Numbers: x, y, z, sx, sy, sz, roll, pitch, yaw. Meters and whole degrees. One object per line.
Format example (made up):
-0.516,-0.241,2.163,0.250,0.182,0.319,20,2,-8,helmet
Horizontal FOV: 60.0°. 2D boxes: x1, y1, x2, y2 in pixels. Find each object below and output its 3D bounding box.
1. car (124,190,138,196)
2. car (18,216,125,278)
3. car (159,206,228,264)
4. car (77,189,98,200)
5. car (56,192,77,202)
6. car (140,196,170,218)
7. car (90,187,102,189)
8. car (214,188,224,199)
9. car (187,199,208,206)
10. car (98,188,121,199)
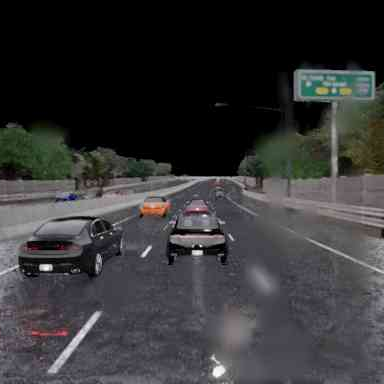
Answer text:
-12.113,0.376,66.358,1.837,1.490,4.892,0,2,3,car
-3.341,1.476,10.086,1.837,1.490,4.892,0,0,1,car
0.175,1.455,11.650,2.128,1.511,4.902,0,0,1,car
-16.289,0.779,54.177,2.128,1.511,4.902,0,2,3,car
-19.845,0.796,52.987,1.882,1.535,5.008,0,2,3,car
-3.036,1.133,28.168,2.097,1.767,4.553,0,1,1,car
-19.149,0.114,65.899,2.150,2.045,5.566,0,2,3,car
5.311,0.495,64.310,2.033,1.411,5.357,0,2,3,car
0.491,1.329,29.238,1.994,1.385,4.181,0,1,1,car
-12.839,0.667,53.041,2.097,1.767,4.553,0,1,3,car
